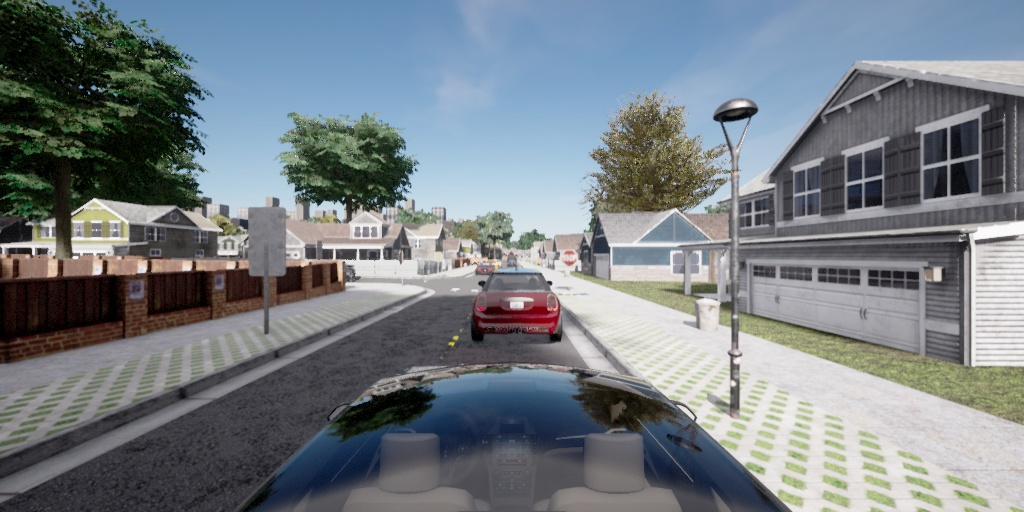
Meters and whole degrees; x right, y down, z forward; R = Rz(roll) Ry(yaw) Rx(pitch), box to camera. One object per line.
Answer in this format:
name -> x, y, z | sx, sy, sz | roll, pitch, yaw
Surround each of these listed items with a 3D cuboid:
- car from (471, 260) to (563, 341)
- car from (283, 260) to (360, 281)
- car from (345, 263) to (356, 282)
car -> 0.103, 1.100, 10.016 | 2.097, 1.767, 4.553 | 0, 0, 0
car -> -14.834, 1.084, 28.086 | 4.902, 1.511, 2.128 | 1, 0, 0
car -> -13.554, 1.134, 25.059 | 4.674, 1.442, 1.812 | 1, 0, 2
